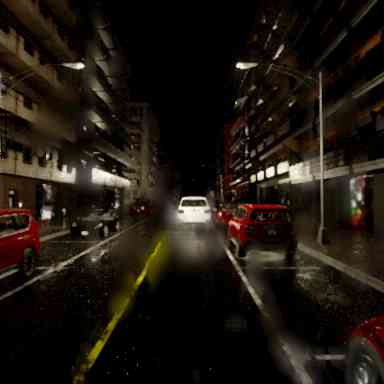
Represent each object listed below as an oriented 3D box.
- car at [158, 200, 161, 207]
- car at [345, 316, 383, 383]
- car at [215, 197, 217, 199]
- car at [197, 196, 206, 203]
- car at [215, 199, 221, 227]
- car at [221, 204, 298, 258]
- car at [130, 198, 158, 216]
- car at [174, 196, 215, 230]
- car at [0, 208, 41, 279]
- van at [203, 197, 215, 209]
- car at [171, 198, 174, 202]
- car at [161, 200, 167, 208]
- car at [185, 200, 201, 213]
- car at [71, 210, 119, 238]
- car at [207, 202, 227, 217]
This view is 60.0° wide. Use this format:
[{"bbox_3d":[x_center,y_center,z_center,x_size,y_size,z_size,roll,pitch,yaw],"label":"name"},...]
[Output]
[{"bbox_3d":[-5.243,1.804,40.726,1.887,1.381,4.507,1,0,0],"label":"car"},{"bbox_3d":[2.597,1.451,1.943,1.967,1.590,4.097,1,0,0],"label":"car"},{"bbox_3d":[2.616,1.616,46.193,2.192,1.841,5.009,1,0,0],"label":"car"},{"bbox_3d":[2.715,2.035,95.435,2.192,1.841,5.009,1,-1,0],"label":"car"},{"bbox_3d":[2.584,1.581,24.068,1.967,1.590,4.097,1,0,0],"label":"car"},{"bbox_3d":[2.573,1.387,13.005,2.192,1.841,5.009,1,0,0],"label":"car"},{"bbox_3d":[-5.244,1.533,35.196,2.192,1.841,5.009,1,0,0],"label":"car"},{"bbox_3d":[0.130,1.354,22.528,2.150,2.045,5.566,0,0,0],"label":"car"},{"bbox_3d":[-5.280,1.357,7.544,2.192,1.841,5.009,1,0,0],"label":"car"},{"bbox_3d":[2.622,1.688,51.725,1.690,1.788,3.998,1,0,0],"label":"van"},{"bbox_3d":[-5.170,2.286,95.398,1.947,1.339,4.313,1,0,0],"label":"car"},{"bbox_3d":[-5.222,1.976,57.319,1.802,1.307,4.206,1,0,0],"label":"car"},{"bbox_3d":[0.159,1.742,41.514,1.882,1.535,5.008,0,0,0],"label":"car"},{"bbox_3d":[-5.272,1.672,18.605,1.947,1.339,4.313,1,0,0],"label":"car"},{"bbox_3d":[2.596,1.799,35.129,1.802,1.307,4.206,1,0,0],"label":"car"}]
